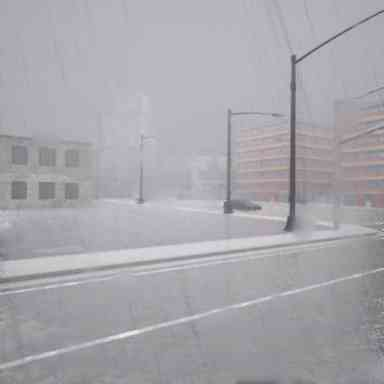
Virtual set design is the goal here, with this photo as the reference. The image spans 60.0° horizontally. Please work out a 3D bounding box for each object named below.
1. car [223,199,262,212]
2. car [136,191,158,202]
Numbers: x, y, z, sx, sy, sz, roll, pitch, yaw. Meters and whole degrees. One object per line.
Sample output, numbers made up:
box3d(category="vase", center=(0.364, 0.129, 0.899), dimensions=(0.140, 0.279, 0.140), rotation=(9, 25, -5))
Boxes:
box3d(category="car", center=(6.022, 1.605, 40.280), dimensions=(2.033, 1.411, 5.357), rotation=(1, 1, -34))
box3d(category="car", center=(-8.455, 0.832, 61.481), dimensions=(2.150, 2.045, 5.566), rotation=(1, 1, -34))
